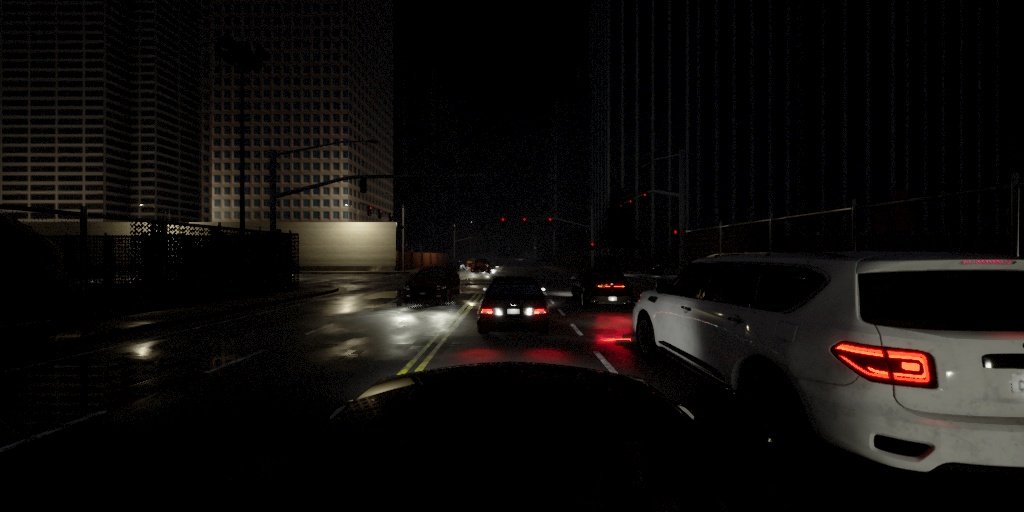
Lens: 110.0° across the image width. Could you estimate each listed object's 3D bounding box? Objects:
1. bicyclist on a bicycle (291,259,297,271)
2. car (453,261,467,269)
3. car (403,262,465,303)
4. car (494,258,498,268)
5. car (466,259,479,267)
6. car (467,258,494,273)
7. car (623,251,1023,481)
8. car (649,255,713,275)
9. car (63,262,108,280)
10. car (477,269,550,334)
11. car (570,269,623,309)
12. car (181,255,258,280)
[{"bbox_3d":[-25.578,0.995,41.753,0.582,1.620,1.656,0,0,0],"label":"bicyclist on a bicycle"},{"bbox_3d":[-7.195,1.297,46.252,2.033,1.411,5.357,0,0,3],"label":"car"},{"bbox_3d":[-3.602,1.229,16.874,1.882,1.535,5.008,0,0,0],"label":"car"},{"bbox_3d":[-3.598,1.351,55.519,1.895,1.301,4.718,0,0,0],"label":"car"},{"bbox_3d":[-7.060,1.227,64.608,1.882,1.535,5.008,0,0,0],"label":"car"},{"bbox_3d":[-3.604,1.091,41.990,2.097,1.767,4.553,0,0,0],"label":"car"},{"bbox_3d":[3.601,0.971,5.166,2.150,2.045,5.566,0,0,0],"label":"car"},{"bbox_3d":[17.307,0.917,36.883,5.566,2.045,2.150,0,0,0],"label":"car"},{"bbox_3d":[-36.261,1.198,29.799,4.892,1.490,1.837,0,0,0],"label":"car"},{"bbox_3d":[0.055,1.297,10.600,2.033,1.411,5.357,0,0,1],"label":"car"},{"bbox_3d":[3.636,1.255,15.026,1.837,1.490,4.892,0,0,2],"label":"car"},{"bbox_3d":[-24.085,0.916,29.768,5.566,2.045,2.150,0,0,0],"label":"car"}]
